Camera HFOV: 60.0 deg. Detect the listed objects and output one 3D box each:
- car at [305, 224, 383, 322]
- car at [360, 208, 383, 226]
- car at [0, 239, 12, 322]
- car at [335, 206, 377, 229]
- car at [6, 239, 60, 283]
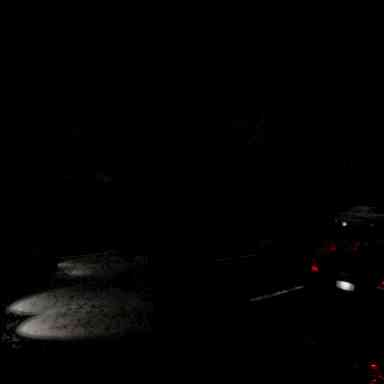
[{"bbox_3d":[4.252,1.571,6.835,4.181,1.385,1.994,0,0,-35],"label":"car"},{"bbox_3d":[9.825,1.580,15.115,4.181,1.385,1.994,0,0,-36],"label":"car"},{"bbox_3d":[-5.020,1.569,4.612,4.181,1.385,1.994,0,0,-34],"label":"car"},{"bbox_3d":[10.327,1.546,19.779,4.674,1.442,1.812,0,0,-36],"label":"car"},{"bbox_3d":[-6.150,1.556,7.970,5.357,1.411,2.033,0,0,-35],"label":"car"}]
